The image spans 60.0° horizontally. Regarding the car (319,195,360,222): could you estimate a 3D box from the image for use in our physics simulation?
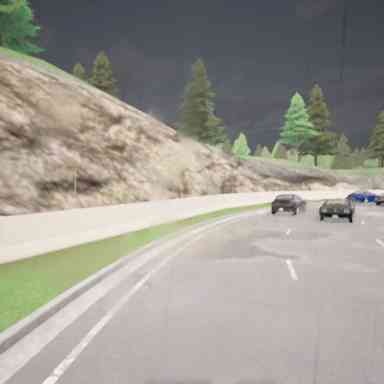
[{"bbox_3d":[9.518,1.097,21.524,1.895,1.301,4.718,1,2,29],"label":"car"}]

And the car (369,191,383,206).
[{"bbox_3d":[21.296,0.732,35.237,5.357,1.411,2.033,-1,2,-37],"label":"car"}]

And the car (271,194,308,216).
[{"bbox_3d":[7.461,0.910,25.267,1.837,1.490,4.892,0,1,31],"label":"car"}]

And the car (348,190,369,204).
[{"bbox_3d":[20.124,0.575,38.872,5.008,1.535,1.882,-1,1,-37],"label":"car"}]
